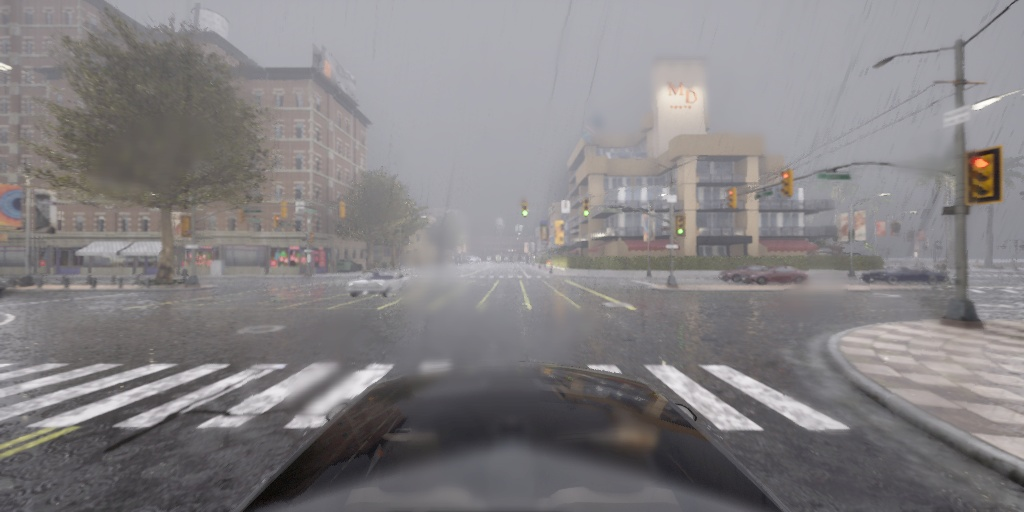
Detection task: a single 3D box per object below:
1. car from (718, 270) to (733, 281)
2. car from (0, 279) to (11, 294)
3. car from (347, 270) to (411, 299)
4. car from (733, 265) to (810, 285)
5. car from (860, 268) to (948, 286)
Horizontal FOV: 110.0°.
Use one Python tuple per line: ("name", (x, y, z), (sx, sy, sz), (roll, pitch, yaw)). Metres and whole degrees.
("car", (20.132, 1.479, 30.526), (4.674, 1.442, 1.812), (0, 0, 1))
("car", (-30.186, 1.475, 19.121), (4.718, 1.301, 1.895), (0, 0, 0))
("car", (-7.000, 1.465, 19.324), (1.895, 1.301, 4.718), (0, 0, 0))
("car", (19.754, 1.454, 27.024), (4.674, 1.442, 1.812), (0, 0, 0))
("car", (29.305, 1.528, 26.938), (4.718, 1.301, 1.895), (0, 0, 1))
